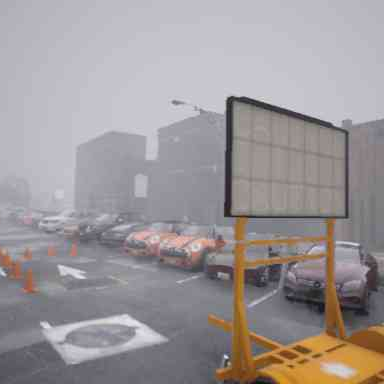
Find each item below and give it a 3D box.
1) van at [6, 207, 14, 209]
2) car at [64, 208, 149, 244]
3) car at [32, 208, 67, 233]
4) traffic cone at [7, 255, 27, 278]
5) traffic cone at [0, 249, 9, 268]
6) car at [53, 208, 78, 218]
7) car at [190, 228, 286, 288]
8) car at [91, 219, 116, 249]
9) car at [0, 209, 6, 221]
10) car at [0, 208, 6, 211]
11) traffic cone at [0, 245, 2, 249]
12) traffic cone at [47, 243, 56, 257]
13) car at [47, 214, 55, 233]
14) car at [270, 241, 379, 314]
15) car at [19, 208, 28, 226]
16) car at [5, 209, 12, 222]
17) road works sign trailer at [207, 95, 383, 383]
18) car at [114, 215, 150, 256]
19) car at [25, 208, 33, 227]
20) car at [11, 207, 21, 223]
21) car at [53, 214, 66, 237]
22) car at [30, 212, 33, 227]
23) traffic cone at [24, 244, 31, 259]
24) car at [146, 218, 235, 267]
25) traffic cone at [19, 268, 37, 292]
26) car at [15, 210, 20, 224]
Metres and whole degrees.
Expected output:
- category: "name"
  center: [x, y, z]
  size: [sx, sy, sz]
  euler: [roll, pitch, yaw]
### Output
- category: "van"
  center: [-22.522, 3.225, 45.699]
  size: [1.878, 1.987, 4.442]
  euler: [-1, -5, 34]
- category: "car"
  center: [-4.816, 2.269, 21.378]
  size: [2.435, 2.045, 5.566]
  euler: [0, -4, 34]
- category: "car"
  center: [-10.155, 2.537, 28.640]
  size: [2.435, 2.045, 5.566]
  euler: [0, -4, 34]
- category: "traffic cone"
  center: [-5.556, 2.395, 10.551]
  size: [0.340, 0.580, 0.340]
  euler: [4, -4, -36]
- category: "traffic cone"
  center: [-6.743, 2.452, 12.160]
  size: [0.340, 0.580, 0.340]
  euler: [4, -4, -36]
- category: "car"
  center: [-28.773, 4.741, 75.820]
  size: [5.566, 2.045, 2.435]
  euler: [0, -3, 32]
- category: "car"
  center: [2.259, 2.203, 11.687]
  size: [2.163, 1.488, 4.792]
  euler: [0, -4, 34]
- category: "car"
  center: [-3.058, 2.474, 18.966]
  size: [2.002, 1.452, 4.674]
  euler: [-1, -4, 34]
- category: "car"
  center: [-24.368, 3.577, 48.000]
  size: [2.002, 1.452, 4.674]
  euler: [0, -4, 34]
- category: "car"
  center: [-26.259, 3.614, 50.261]
  size: [1.946, 1.575, 5.366]
  euler: [0, -4, 34]
- category: "traffic cone"
  center: [-7.929, 2.509, 13.769]
  size: [0.340, 0.580, 0.340]
  euler: [4, -4, -36]
- category: "traffic cone"
  center: [-6.319, 2.611, 14.952]
  size: [0.340, 0.580, 0.340]
  euler: [4, -4, -36]
- category: "car"
  center: [-8.393, 2.727, 26.202]
  size: [2.163, 1.488, 4.792]
  euler: [0, -4, 34]
- category: "car"
  center: [4.055, 2.132, 9.295]
  size: [2.002, 1.452, 4.674]
  euler: [0, -4, 34]
- category: "car"
  center: [-15.495, 2.938, 35.894]
  size: [2.185, 1.767, 4.553]
  euler: [-1, -5, 34]
- category: "car"
  center: [-20.818, 3.347, 43.166]
  size: [2.097, 1.535, 5.008]
  euler: [-1, -5, 34]
- category: "road works sign trailer"
  center: [1.164, 0.739, 4.385]
  size: [2.380, 3.560, 2.880]
  euler: [4, -4, -36]
- category: "car"
  center: [-1.252, 2.224, 16.582]
  size: [2.185, 1.767, 4.553]
  euler: [0, -4, 34]
- category: "car"
  center: [-13.720, 2.846, 33.476]
  size: [2.185, 1.767, 4.553]
  euler: [-1, -5, 34]
- category: "car"
  center: [-19.003, 3.130, 40.779]
  size: [2.185, 1.767, 4.553]
  euler: [0, -4, 34]
- category: "car"
  center: [-6.702, 2.594, 23.653]
  size: [1.946, 1.575, 5.366]
  euler: [0, -4, 34]
- category: "car"
  center: [-11.937, 2.909, 31.041]
  size: [2.163, 1.488, 4.792]
  euler: [0, -4, 34]
- category: "traffic cone"
  center: [-7.124, 2.560, 14.361]
  size: [0.340, 0.580, 0.340]
  euler: [4, -4, -36]
- category: "car"
  center: [0.523, 2.138, 14.163]
  size: [2.185, 1.767, 4.553]
  euler: [0, -4, 34]
- category: "traffic cone"
  center: [-4.370, 2.338, 8.941]
  size: [0.340, 0.580, 0.340]
  euler: [4, -4, -36]
- category: "car"
  center: [-17.252, 3.200, 38.328]
  size: [2.002, 1.452, 4.674]
  euler: [0, -4, 34]
